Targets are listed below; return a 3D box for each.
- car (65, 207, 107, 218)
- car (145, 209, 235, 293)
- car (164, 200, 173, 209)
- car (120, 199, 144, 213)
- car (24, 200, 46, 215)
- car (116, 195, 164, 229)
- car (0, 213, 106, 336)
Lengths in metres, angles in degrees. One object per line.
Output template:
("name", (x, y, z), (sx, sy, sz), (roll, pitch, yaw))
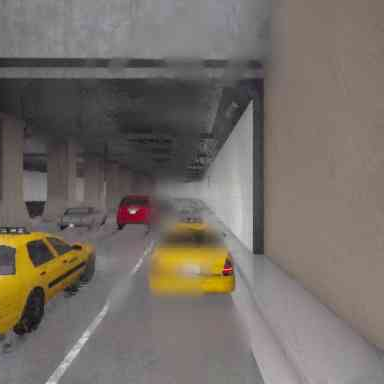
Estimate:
("car", (-6.833, 1.601, 21.156), (1.895, 1.301, 4.718), (0, 0, 0))
("car", (0.005, 1.457, 8.840), (1.801, 1.575, 5.366), (0, 0, 0))
("car", (-3.322, 1.564, 38.149), (1.994, 1.385, 4.181), (0, 0, 0))
("car", (-6.823, 1.564, 38.058), (1.994, 1.385, 4.181), (0, 0, 0))
("car", (-13.966, 1.507, 28.862), (1.837, 1.490, 4.892), (0, 0, 0))
("car", (-3.330, 1.224, 21.514), (2.150, 2.045, 5.566), (0, 0, 0))
("car", (-3.396, 1.455, 6.651), (1.801, 1.575, 5.366), (0, 0, 0))
